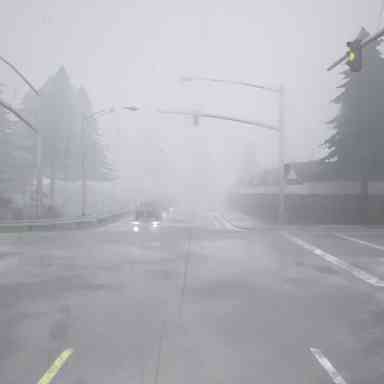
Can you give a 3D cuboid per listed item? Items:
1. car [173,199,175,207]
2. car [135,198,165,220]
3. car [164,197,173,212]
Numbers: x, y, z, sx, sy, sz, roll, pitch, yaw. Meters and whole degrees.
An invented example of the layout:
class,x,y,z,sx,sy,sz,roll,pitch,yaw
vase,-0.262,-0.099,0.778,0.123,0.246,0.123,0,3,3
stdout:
class,x,y,z,sx,sy,sz,roll,pitch,yaw
car,-3.502,1.504,48.302,1.837,1.490,4.892,0,0,2
car,-3.596,1.505,28.033,1.837,1.490,4.892,0,0,0
car,-3.588,1.564,37.947,1.994,1.385,4.181,0,0,0
